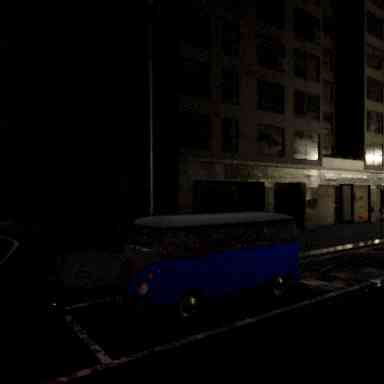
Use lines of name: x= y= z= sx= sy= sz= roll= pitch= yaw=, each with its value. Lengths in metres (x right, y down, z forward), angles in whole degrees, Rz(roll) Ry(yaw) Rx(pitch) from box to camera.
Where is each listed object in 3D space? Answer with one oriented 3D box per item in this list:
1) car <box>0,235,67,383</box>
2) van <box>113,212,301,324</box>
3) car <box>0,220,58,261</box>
car: x=-3.012 y=1.352 z=1.231 sx=4.553 sy=1.767 sz=2.097 roll=0 pitch=0 yaw=-35
van: x=0.478 y=1.339 z=6.870 sx=3.998 sy=1.788 sz=1.690 roll=0 pitch=0 yaw=-35
car: x=-4.022 y=1.315 z=3.665 sx=5.009 sy=1.841 sz=2.192 roll=0 pitch=0 yaw=-35
